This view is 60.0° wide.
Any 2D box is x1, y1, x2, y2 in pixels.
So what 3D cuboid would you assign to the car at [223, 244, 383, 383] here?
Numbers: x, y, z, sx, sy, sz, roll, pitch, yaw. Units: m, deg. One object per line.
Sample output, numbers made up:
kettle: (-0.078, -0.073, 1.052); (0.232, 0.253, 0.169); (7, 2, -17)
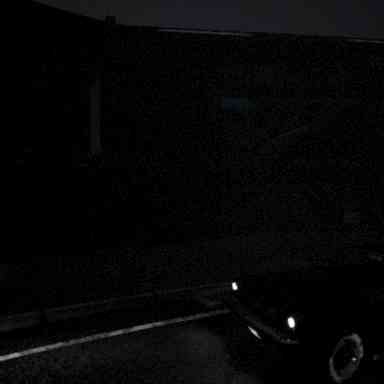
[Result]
car: (2.918, 1.549, 5.130); (4.718, 1.301, 1.895); (0, 1, -19)
